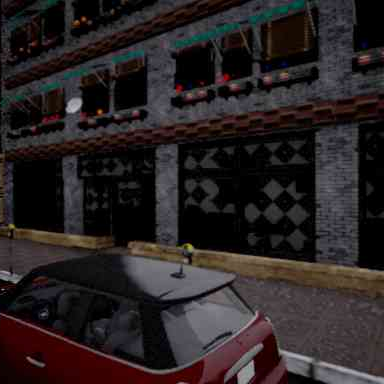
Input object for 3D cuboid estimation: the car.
[{"bbox_3d":[-1.161,1.437,3.709,4.097,1.590,1.967,0,0,36],"label":"car"}]
